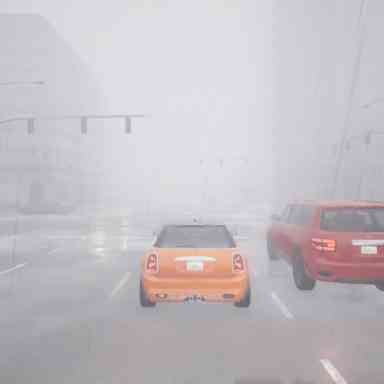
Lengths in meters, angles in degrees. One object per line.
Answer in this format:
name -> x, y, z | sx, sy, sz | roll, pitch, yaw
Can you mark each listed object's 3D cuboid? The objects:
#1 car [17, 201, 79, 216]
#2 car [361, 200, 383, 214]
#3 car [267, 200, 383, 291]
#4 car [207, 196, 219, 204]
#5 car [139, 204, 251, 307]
car -> -13.874, 1.542, 32.198 | 5.357, 1.411, 2.033 | 0, 0, 1
car -> 20.540, 1.558, 35.269 | 4.181, 1.385, 1.994 | 0, 0, 1
car -> 3.556, 1.220, 9.134 | 2.150, 2.045, 5.566 | 0, 0, 3
car -> 3.731, 1.515, 60.670 | 1.812, 1.442, 4.674 | 0, 0, 0
car -> 0.077, 1.351, 8.115 | 2.097, 1.767, 4.553 | 0, 0, 1
